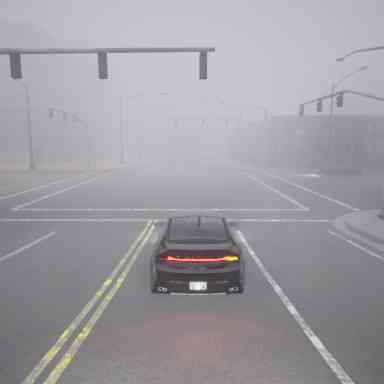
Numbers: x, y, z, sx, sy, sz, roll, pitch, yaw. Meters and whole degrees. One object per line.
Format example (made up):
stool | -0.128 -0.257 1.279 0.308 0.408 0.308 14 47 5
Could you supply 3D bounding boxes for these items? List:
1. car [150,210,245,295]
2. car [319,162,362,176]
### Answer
car | 0.111 1.197 8.109 1.837 1.490 4.892 0 4 0
car | 15.865 -2.459 35.630 4.181 1.385 1.994 0 8 0
